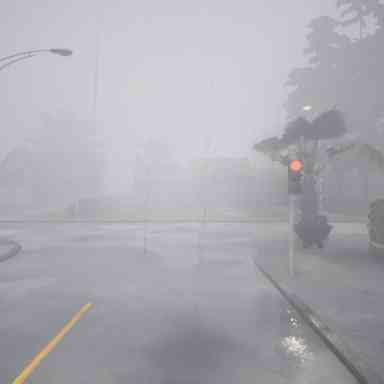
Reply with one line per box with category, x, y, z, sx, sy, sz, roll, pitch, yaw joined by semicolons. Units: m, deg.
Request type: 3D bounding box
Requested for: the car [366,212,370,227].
car;12.445;1.483;18.583;5.008;1.535;1.882;0;0;0
